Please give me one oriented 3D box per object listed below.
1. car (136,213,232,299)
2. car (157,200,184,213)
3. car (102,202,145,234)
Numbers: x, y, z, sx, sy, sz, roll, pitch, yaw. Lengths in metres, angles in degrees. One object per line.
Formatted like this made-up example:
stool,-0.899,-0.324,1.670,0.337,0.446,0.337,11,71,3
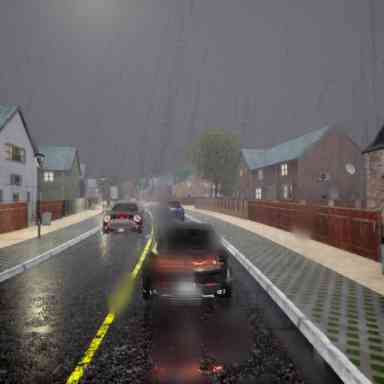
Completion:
car,-0.161,1.516,8.498,1.837,1.490,4.892,0,0,-2
car,-1.847,1.435,27.957,2.097,1.767,4.553,0,0,-7
car,-3.850,1.390,19.384,2.097,1.767,4.553,0,0,-6
